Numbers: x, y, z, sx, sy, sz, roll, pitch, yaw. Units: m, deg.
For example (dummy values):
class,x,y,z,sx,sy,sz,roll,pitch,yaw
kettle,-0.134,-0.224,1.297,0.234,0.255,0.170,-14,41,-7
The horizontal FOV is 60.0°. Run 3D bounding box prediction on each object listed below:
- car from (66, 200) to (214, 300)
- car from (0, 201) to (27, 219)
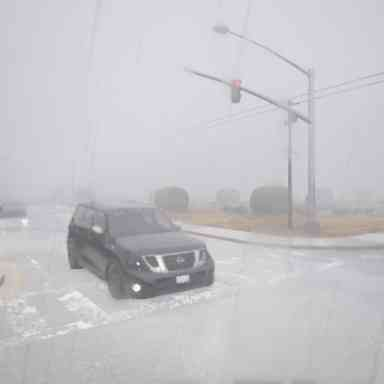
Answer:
class,x,y,z,sx,sy,sz,roll,pitch,yaw
car,-1.743,1.326,8.932,2.150,2.045,5.566,0,2,-35
car,-16.003,1.519,29.571,1.882,1.535,5.008,0,1,-35
